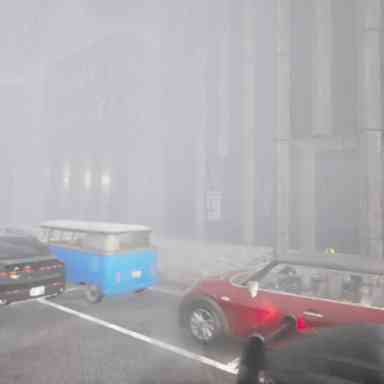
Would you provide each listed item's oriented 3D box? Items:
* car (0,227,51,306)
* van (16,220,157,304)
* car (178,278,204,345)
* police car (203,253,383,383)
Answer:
[{"bbox_3d":[-5.025,1.786,8.211,4.892,1.490,1.837,-1,-3,38],"label":"car"},{"bbox_3d":[-2.746,1.683,8.810,3.998,1.788,1.690,-1,-3,38],"label":"van"},{"bbox_3d":[1.705,1.705,5.349,4.097,1.590,1.967,-1,-3,38],"label":"car"},{"bbox_3d":[2.788,1.572,2.149,5.238,1.638,1.930,-1,-3,38],"label":"police car"}]
